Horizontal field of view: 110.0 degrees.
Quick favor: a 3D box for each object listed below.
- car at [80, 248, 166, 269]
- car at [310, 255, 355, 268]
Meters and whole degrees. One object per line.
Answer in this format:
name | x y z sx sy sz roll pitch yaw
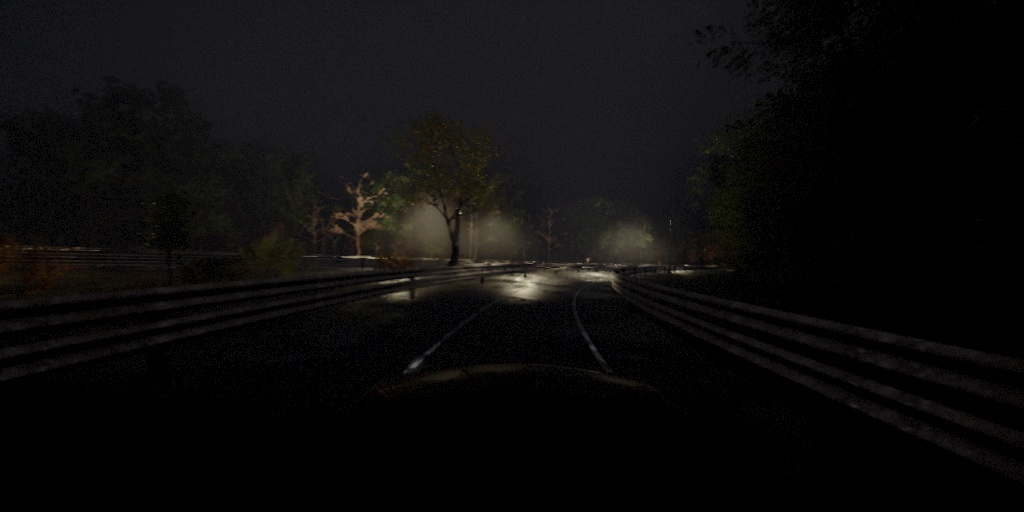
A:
car | -32.045 0.220 29.794 4.892 1.490 1.837 3 0 -43
car | -21.826 0.625 43.926 5.008 1.535 1.882 2 0 -43
